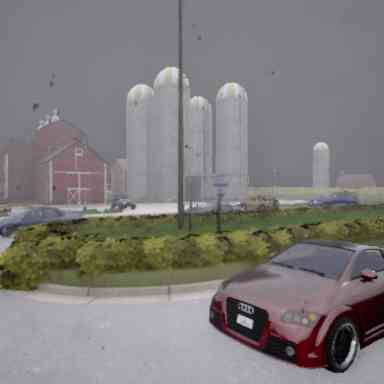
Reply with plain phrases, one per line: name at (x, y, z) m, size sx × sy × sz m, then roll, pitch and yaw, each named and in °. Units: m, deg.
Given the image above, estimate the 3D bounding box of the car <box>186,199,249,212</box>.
car at (1.717, 1.520, 26.472) m, size 5.357 × 1.411 × 2.033 m, roll 0°, pitch 0°, yaw -36°

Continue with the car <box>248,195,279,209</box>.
car at (7.438, 1.266, 36.777) m, size 1.932 × 1.855 × 4.605 m, roll 0°, pitch 0°, yaw -36°

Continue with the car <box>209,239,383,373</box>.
car at (2.323, 1.556, 5.655) m, size 4.181 × 1.385 × 1.994 m, roll 0°, pitch 0°, yaw -36°

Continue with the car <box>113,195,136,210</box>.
car at (-8.588, 1.287, 41.541) m, size 1.905 × 1.878 × 3.866 m, roll 0°, pitch 0°, yaw -36°

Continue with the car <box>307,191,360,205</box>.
car at (15.034, 0.889, 35.215) m, size 5.566 × 2.045 × 2.150 m, roll 0°, pitch 0°, yaw -16°

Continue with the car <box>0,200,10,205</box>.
car at (-19.177, 1.502, 33.177) m, size 1.816 × 1.474 × 4.193 m, roll 0°, pitch 0°, yaw -36°

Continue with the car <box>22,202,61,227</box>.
car at (-10.669, 1.514, 23.454) m, size 1.784 × 1.438 × 3.905 m, roll 0°, pitch 0°, yaw -36°

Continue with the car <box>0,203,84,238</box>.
car at (-8.521, 1.542, 18.087) m, size 2.033 × 1.411 × 5.357 m, roll 0°, pitch 0°, yaw 41°

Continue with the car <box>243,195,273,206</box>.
car at (11.023, 1.413, 55.732) m, size 2.242 × 1.667 × 4.611 m, roll 0°, pitch 0°, yaw -36°
